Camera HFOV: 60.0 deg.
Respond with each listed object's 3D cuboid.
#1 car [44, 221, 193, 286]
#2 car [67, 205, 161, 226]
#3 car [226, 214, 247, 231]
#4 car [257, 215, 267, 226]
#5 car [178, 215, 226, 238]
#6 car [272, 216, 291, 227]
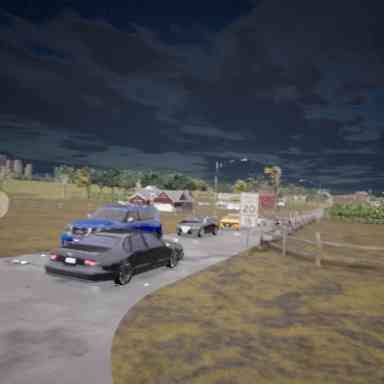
[{"bbox_3d":[-2.096,1.908,10.722,2.033,1.411,5.357,3,-2,23],"label":"car"},{"bbox_3d":[-3.335,1.650,15.239,2.150,2.045,5.566,3,-2,22],"label":"car"},{"bbox_3d":[4.280,2.946,33.242,1.882,1.535,5.008,3,-2,23],"label":"car"},{"bbox_3d":[8.232,3.611,42.464,1.895,1.301,4.718,3,-2,23],"label":"car"},{"bbox_3d":[0.502,2.443,24.366,2.128,1.511,4.902,3,-2,23],"label":"car"},{"bbox_3d":[11.638,3.788,43.174,2.033,1.411,5.357,3,-2,24],"label":"car"}]
